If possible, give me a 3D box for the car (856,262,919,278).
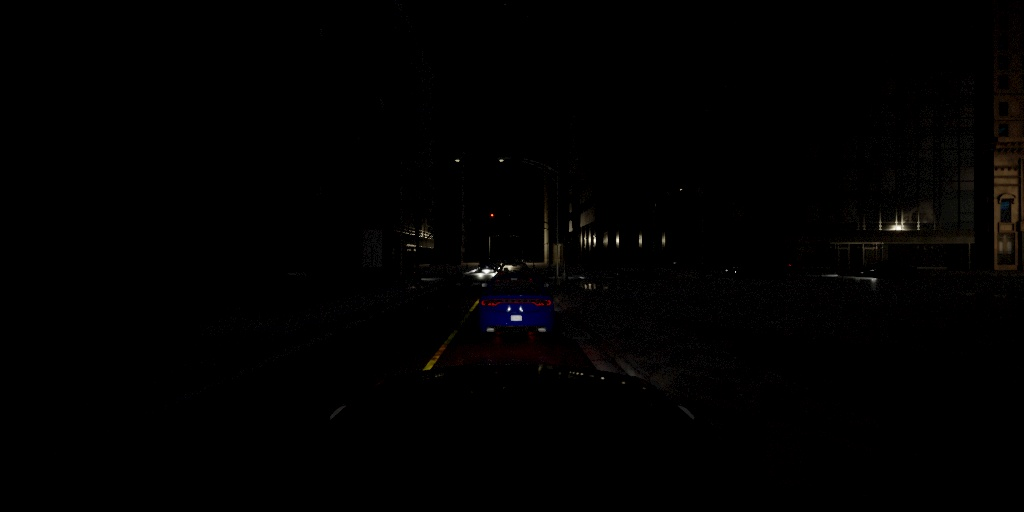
[{"bbox_3d":[34.889,1.271,33.343,4.674,1.442,1.812,0,0,0],"label":"car"}]

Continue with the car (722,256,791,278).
[{"bbox_3d":[22.721,0.985,33.351,5.566,2.045,2.150,0,0,0],"label":"car"}]

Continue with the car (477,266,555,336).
[{"bbox_3d":[0.099,1.229,10.456,1.882,1.535,5.008,0,0,0],"label":"car"}]

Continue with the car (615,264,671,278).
[{"bbox_3d":[12.045,1.371,33.342,4.718,1.301,1.895,0,0,3],"label":"car"}]

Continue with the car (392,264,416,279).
[{"bbox_3d":[-10.698,1.292,30.325,5.357,1.411,2.033,0,0,-4],"label":"car"}]

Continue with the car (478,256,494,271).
[{"bbox_3d":[-3.107,1.000,45.870,2.150,2.045,5.566,0,0,-2],"label":"car"}]

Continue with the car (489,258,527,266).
[{"bbox_3d":[0.152,1.107,19.325,2.097,1.767,4.553,0,0,2],"label":"car"}]
